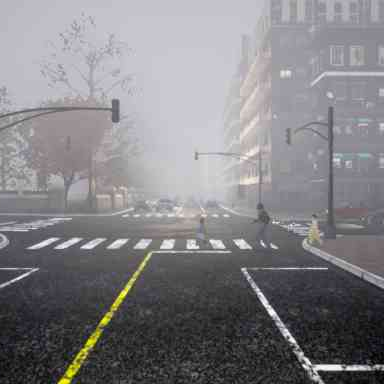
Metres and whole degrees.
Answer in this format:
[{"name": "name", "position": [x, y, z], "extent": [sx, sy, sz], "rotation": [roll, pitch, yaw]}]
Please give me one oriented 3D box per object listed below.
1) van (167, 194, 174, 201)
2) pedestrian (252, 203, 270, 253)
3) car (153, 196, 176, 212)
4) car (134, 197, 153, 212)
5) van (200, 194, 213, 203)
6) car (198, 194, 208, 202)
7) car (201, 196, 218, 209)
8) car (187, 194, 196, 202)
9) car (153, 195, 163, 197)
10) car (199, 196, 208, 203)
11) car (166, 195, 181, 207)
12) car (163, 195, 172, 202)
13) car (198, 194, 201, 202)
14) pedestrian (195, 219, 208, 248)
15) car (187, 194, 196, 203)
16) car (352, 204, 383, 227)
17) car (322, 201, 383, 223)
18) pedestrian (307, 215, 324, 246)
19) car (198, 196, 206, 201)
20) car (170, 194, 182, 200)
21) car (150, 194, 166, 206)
[{"name": "van", "position": [-5.860, 1.453, 90.393], "extent": [1.690, 1.788, 3.998], "rotation": [0, 0, 0]}, {"name": "pedestrian", "position": [2.537, 1.296, 12.208], "extent": [0.375, 1.860, 0.375], "rotation": [0, 0, 0]}, {"name": "car", "position": [-3.167, 1.548, 39.128], "extent": [1.812, 1.442, 4.674], "rotation": [0, 0, 0]}, {"name": "car", "position": [-5.762, 1.589, 39.721], "extent": [1.947, 1.339, 4.313], "rotation": [0, 0, 0]}, {"name": "van", "position": [2.597, 1.377, 50.998], "extent": [1.690, 1.788, 3.998], "rotation": [0, 0, 0]}, {"name": "car", "position": [2.543, 1.401, 79.148], "extent": [2.192, 1.841, 5.009], "rotation": [0, 0, 0]}, {"name": "car", "position": [2.608, 1.574, 45.367], "extent": [1.887, 1.381, 4.507], "rotation": [0, 0, 0]}, {"name": "car", "position": [-0.148, 1.318, 78.837], "extent": [2.097, 1.767, 4.553], "rotation": [0, 0, 0]}, {"name": "car", "position": [-5.783, 1.561, 50.812], "extent": [1.752, 1.417, 4.829], "rotation": [0, 0, 0]}, {"name": "car", "position": [2.553, 1.619, 73.518], "extent": [1.887, 1.381, 4.507], "rotation": [0, 0, 0]}, {"name": "car", "position": [-3.185, 1.641, 53.308], "extent": [1.895, 1.301, 4.718], "rotation": [0, 0, 0]}, {"name": "car", "position": [-5.837, 1.526, 79.132], "extent": [1.967, 1.590, 4.097], "rotation": [0, 0, 0]}, {"name": "car", "position": [2.575, 1.494, 62.258], "extent": [1.967, 1.590, 4.097], "rotation": [0, 0, 0]}, {"name": "pedestrian", "position": [0.416, 1.297, 13.405], "extent": [0.375, 1.860, 0.375], "rotation": [0, 0, 0]}, {"name": "car", "position": [-0.130, 1.612, 68.448], "extent": [2.033, 1.411, 5.357], "rotation": [0, 0, 0]}, {"name": "car", "position": [14.763, 1.872, 24.840], "extent": [4.181, 1.385, 1.994], "rotation": [1, 0, -1]}, {"name": "car", "position": [13.415, 1.609, 27.435], "extent": [5.009, 1.841, 2.192], "rotation": [1, -1, -1]}, {"name": "pedestrian", "position": [4.767, 1.422, 12.812], "extent": [0.375, 1.300, 0.375], "rotation": [0, 0, 0]}, {"name": "car", "position": [2.531, 1.649, 84.779], "extent": [2.008, 1.369, 4.403], "rotation": [0, 0, 0]}, {"name": "car", "position": [-3.138, 1.571, 68.407], "extent": [1.837, 1.490, 4.892], "rotation": [0, 0, 0]}, {"name": "car", "position": [-5.794, 1.360, 56.612], "extent": [2.192, 1.841, 5.009], "rotation": [0, 0, 0]}]
